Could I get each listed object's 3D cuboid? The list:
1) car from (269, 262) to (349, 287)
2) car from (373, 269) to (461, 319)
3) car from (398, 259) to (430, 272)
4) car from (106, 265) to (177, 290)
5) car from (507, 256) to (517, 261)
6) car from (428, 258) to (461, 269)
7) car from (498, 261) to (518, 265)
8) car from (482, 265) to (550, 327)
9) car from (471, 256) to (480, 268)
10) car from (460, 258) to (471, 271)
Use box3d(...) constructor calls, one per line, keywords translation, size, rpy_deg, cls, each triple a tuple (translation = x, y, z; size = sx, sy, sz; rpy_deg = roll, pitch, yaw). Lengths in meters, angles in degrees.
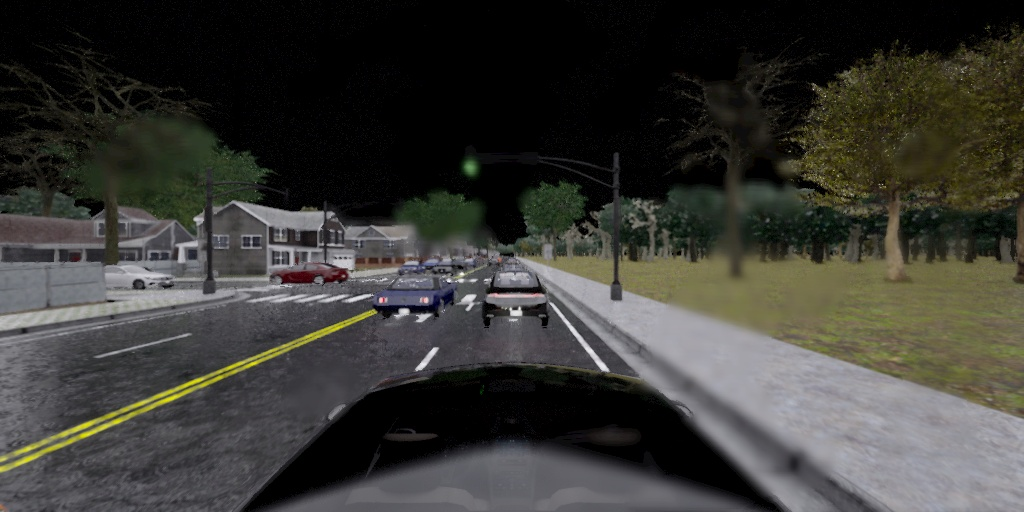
box3d(translation=(-13.372, 1.169, 23.660), size=(5.008, 1.535, 1.882), rpy_deg=(0, -1, 9), cls="car")
box3d(translation=(-3.146, 1.318, 12.713), size=(1.895, 1.301, 4.718), rpy_deg=(0, 0, 0), cls="car")
box3d(translation=(-9.829, 1.167, 35.661), size=(1.812, 1.442, 4.674), rpy_deg=(0, 0, 0), cls="car")
box3d(translation=(-22.496, 1.250, 21.032), size=(4.674, 1.442, 1.812), rpy_deg=(0, 0, 0), cls="car")
box3d(translation=(0.003, 1.076, 65.433), size=(2.033, 1.411, 5.357), rpy_deg=(0, 0, 0), cls="car")
box3d(translation=(-6.596, 1.205, 35.677), size=(1.994, 1.385, 4.181), rpy_deg=(0, 0, 0), cls="car")
box3d(translation=(0.102, 1.272, 27.318), size=(1.895, 1.301, 4.718), rpy_deg=(0, 0, 0), cls="car")
box3d(translation=(0.102, 1.213, 11.399), size=(2.128, 1.511, 4.902), rpy_deg=(0, 0, 0), cls="car")
box3d(translation=(-6.543, 1.092, 55.367), size=(1.812, 1.442, 4.674), rpy_deg=(0, 0, 1), cls="car")
box3d(translation=(-6.590, 1.208, 44.511), size=(1.895, 1.301, 4.718), rpy_deg=(0, 0, 0), cls="car")
